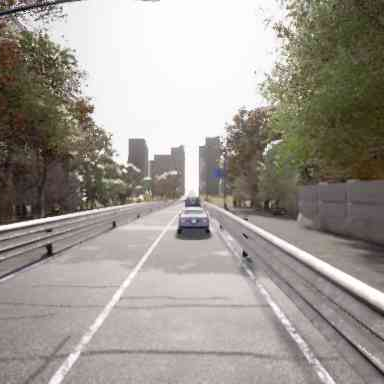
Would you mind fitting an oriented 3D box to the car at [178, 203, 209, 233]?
[{"bbox_3d":[0.095,1.636,20.402,2.033,1.411,5.357,0,0,0],"label":"car"}]

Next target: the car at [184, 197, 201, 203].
[{"bbox_3d":[0.088,1.666,46.828,2.150,2.045,5.566,0,-1,0],"label":"car"}]
